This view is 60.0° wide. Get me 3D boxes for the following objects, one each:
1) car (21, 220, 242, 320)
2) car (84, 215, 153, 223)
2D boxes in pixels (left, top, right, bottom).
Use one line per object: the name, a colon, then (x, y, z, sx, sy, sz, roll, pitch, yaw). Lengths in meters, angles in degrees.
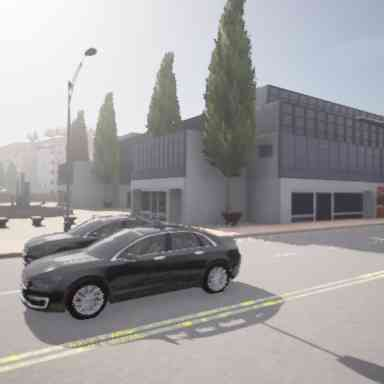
car: (-1.082, 1.530, 7.433, 4.892, 1.490, 1.837, 1, 0, -33)
car: (-2.647, 1.532, 10.589, 4.892, 1.490, 1.837, 1, 0, -33)
